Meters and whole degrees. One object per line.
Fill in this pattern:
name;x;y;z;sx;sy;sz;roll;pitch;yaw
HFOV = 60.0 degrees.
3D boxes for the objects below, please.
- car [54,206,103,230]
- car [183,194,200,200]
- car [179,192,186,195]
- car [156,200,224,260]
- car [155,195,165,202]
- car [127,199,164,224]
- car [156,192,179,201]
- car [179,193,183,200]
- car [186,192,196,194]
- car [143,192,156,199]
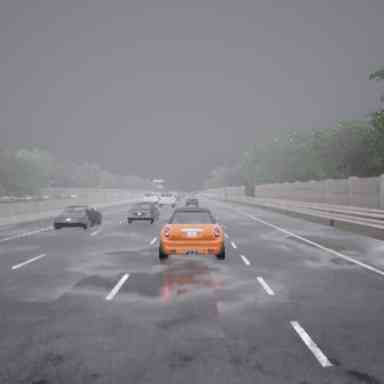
car;-6.996;1.535;20.860;1.994;1.385;4.181;0;0;0
car;0.009;1.400;48.603;1.837;1.490;4.892;0;0;0
car;-3.481;1.393;92.590;1.895;1.301;4.718;0;0;0
car;0.002;1.338;12.568;2.097;1.767;4.553;0;0;0
car;-6.986;1.361;72.573;1.812;1.442;4.674;0;0;0
car;-3.495;1.510;24.609;2.033;1.411;5.357;0;0;0
car;-3.490;1.118;47.905;2.150;2.045;5.566;0;0;0
car;-3.486;1.432;72.640;1.895;1.301;4.718;0;0;0
car;0.014;1.336;72.624;1.837;1.490;4.892;0;0;0
car;-6.988;1.096;56.152;2.150;2.045;5.566;0;0;0
